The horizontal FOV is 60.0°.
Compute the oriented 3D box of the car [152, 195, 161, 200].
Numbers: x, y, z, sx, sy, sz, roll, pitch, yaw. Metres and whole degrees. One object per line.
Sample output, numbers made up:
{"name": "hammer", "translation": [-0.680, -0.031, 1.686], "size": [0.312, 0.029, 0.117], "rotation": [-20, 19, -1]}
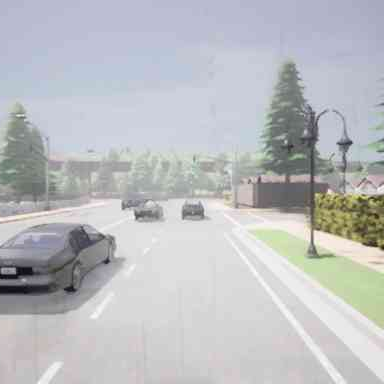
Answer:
{"name": "car", "translation": [-6.999, 1.134, 56.767], "size": [2.033, 1.411, 5.357], "rotation": [0, 0, 0]}

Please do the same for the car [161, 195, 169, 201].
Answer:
{"name": "car", "translation": [-6.750, 1.308, 72.449], "size": [2.033, 1.411, 5.357], "rotation": [0, 0, -27]}

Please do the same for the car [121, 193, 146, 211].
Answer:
{"name": "car", "translation": [-7.093, 1.132, 40.528], "size": [2.150, 2.045, 5.566], "rotation": [0, 0, 0]}

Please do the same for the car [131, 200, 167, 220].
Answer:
{"name": "car", "translation": [-3.418, 1.542, 27.069], "size": [1.895, 1.301, 4.718], "rotation": [0, 0, 0]}

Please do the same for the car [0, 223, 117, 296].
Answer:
{"name": "car", "translation": [-3.435, 1.528, 8.770], "size": [2.033, 1.411, 5.357], "rotation": [0, 0, 0]}

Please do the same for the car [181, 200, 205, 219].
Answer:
{"name": "car", "translation": [0.085, 1.429, 28.736], "size": [2.128, 1.511, 4.902], "rotation": [0, 0, 0]}
